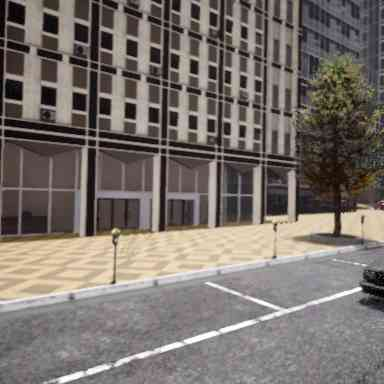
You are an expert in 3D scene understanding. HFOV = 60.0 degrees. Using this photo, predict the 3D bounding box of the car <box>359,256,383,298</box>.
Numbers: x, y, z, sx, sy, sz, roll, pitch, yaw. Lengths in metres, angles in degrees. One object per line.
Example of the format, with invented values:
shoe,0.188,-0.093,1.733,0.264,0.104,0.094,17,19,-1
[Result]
car,6.086,1.634,7.719,5.357,1.411,2.033,1,0,-35

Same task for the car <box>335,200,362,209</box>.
car,29.519,2.378,62.863,1.967,1.590,4.097,1,-1,-35

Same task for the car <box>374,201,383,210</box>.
car,29.162,2.046,48.748,1.967,1.590,4.097,1,-1,-35

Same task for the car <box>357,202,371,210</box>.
car,26.003,2.185,53.266,1.752,1.417,4.829,1,-1,-35
